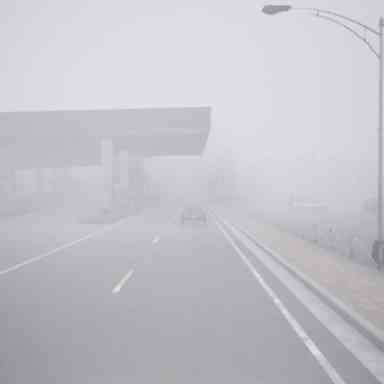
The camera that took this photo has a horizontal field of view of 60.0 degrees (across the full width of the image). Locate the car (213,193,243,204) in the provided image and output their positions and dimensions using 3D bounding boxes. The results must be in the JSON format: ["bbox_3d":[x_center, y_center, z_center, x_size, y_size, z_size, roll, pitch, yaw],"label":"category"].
[{"bbox_3d":[6.734,1.139,62.839,5.566,2.045,2.150,0,0,3],"label":"car"}]

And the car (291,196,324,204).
[{"bbox_3d":[21.740,1.569,62.706,5.357,1.411,2.033,0,0,0],"label":"car"}]

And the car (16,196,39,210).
[{"bbox_3d":[-20.525,1.377,40.617,2.242,1.667,4.611,0,0,0],"label":"car"}]

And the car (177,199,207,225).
[{"bbox_3d":[0.117,1.517,24.674,2.128,1.511,4.902,0,0,0],"label":"car"}]

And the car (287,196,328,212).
[{"bbox_3d":[12.866,1.488,36.767,3.806,1.475,1.970,0,0,0],"label":"car"}]

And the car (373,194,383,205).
[{"bbox_3d":[37.459,1.354,62.667,5.566,2.045,2.150,0,0,0],"label":"car"}]

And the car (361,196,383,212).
[{"bbox_3d":[21.347,1.284,36.810,4.605,1.855,1.932,0,0,0],"label":"car"}]

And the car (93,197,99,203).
[{"bbox_3d":[-16.366,1.297,62.792,4.674,1.442,1.812,0,0,1],"label":"car"}]

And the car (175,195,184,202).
[{"bbox_3d":[-3.084,1.414,80.583,2.097,1.767,4.553,0,0,0],"label":"car"}]

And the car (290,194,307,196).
[{"bbox_3d":[13.477,1.211,40.092,3.866,1.878,1.905,0,0,0],"label":"car"}]
